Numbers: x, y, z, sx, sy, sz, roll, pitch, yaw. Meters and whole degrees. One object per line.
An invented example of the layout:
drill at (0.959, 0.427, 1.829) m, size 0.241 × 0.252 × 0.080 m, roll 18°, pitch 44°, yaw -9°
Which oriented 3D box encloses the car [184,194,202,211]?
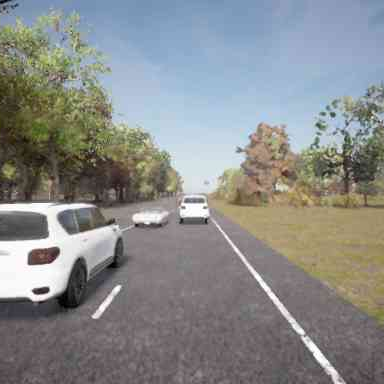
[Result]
car at (0.094, 1.343, 43.381) m, size 2.150 × 2.045 × 5.566 m, roll 0°, pitch 0°, yaw 0°

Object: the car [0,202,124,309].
car at (-3.244, 1.245, 8.111) m, size 2.150 × 2.045 × 5.566 m, roll 0°, pitch 0°, yaw 1°

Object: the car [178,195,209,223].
car at (0.115, 1.295, 26.470) m, size 2.150 × 2.045 × 5.566 m, roll 0°, pitch 0°, yaw -1°

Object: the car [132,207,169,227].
car at (-2.744, 1.666, 23.197) m, size 1.895 × 1.301 × 4.718 m, roll 0°, pitch 0°, yaw 2°
